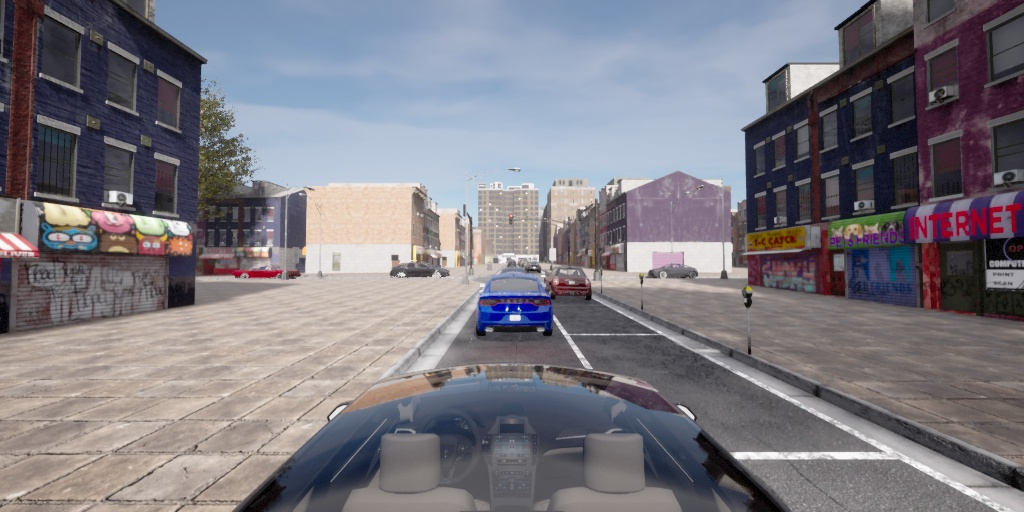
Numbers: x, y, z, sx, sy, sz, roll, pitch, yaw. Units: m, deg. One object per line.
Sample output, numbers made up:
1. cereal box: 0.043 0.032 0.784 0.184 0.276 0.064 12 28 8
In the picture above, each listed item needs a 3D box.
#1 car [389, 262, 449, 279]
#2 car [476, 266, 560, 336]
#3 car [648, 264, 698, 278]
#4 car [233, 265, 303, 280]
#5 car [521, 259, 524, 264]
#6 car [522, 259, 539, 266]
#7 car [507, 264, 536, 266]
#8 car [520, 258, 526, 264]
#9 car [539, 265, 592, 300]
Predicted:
1. car: -7.757 1.266 30.253 4.892 1.490 1.837 0 -2 -6
2. car: 0.039 1.233 10.488 1.882 1.535 5.008 0 0 -1
3. car: 14.605 1.379 32.653 4.181 1.385 1.994 0 -2 0
4. car: -20.275 1.426 29.922 4.718 1.301 1.895 0 -2 0
5. car: 2.633 1.452 50.002 1.948 1.339 4.313 0 0 0
6. car: 2.634 1.420 44.566 1.948 1.339 4.313 0 0 0
7. car: 0.098 1.292 18.022 1.812 1.442 4.674 0 0 0
8. car: 2.633 1.448 55.609 1.751 1.417 4.829 0 0 0
9. car: 2.635 1.206 17.822 1.967 1.591 4.097 0 0 0
